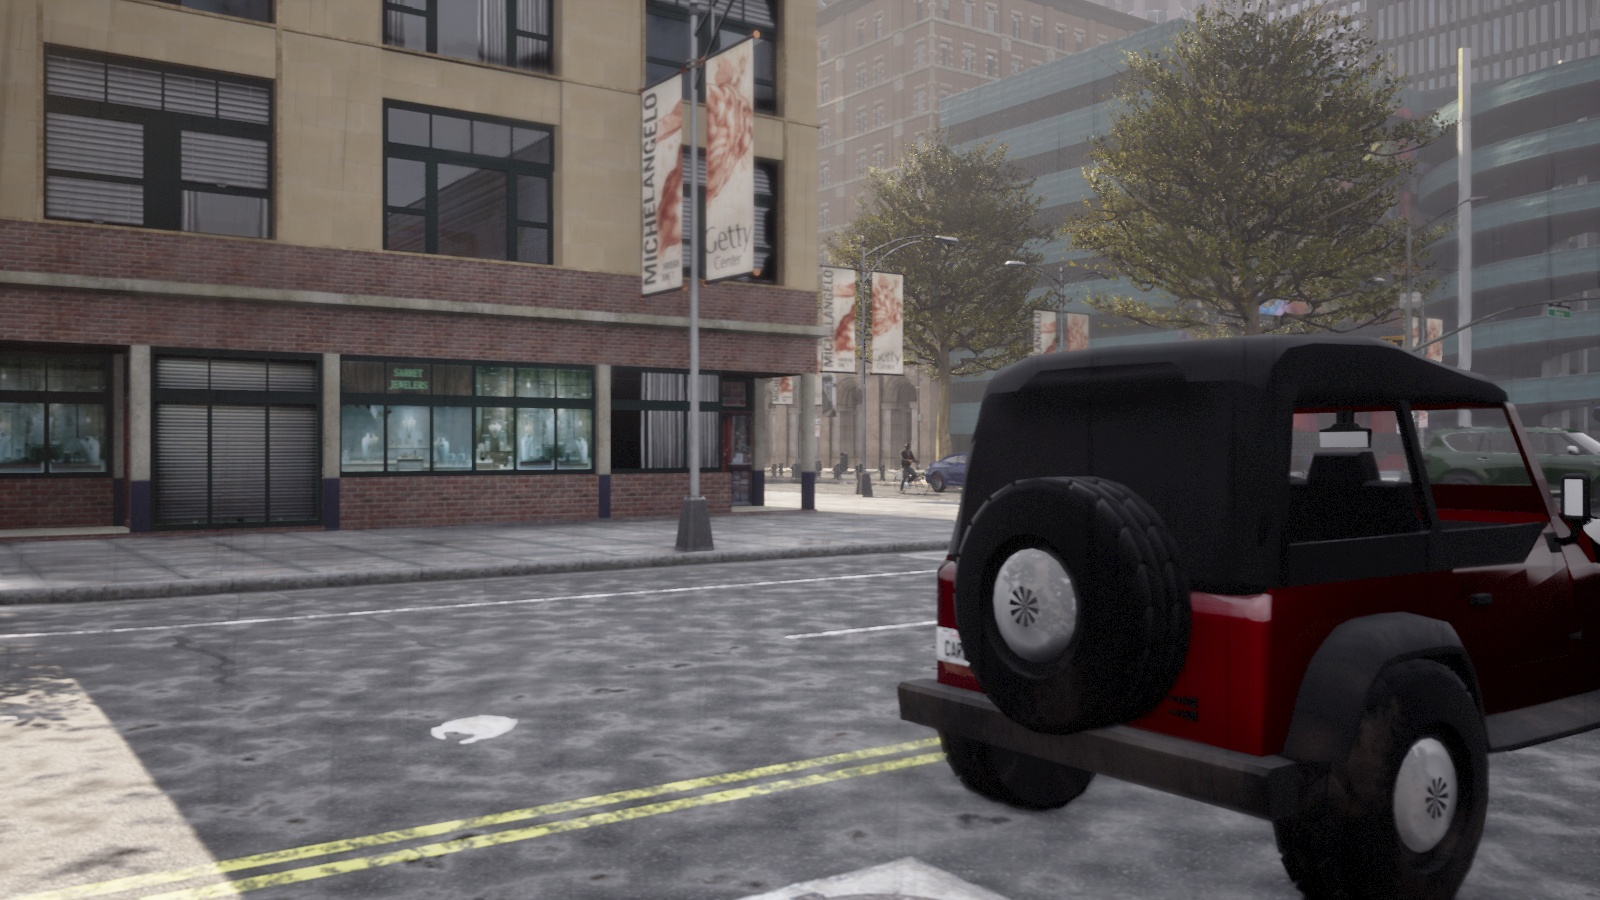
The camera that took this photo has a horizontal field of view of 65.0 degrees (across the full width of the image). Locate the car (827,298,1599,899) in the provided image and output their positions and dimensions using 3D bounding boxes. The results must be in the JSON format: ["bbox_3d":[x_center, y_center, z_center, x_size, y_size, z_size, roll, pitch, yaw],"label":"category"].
[{"bbox_3d":[2.240,0.531,5.219,3.866,1.878,1.905,0,0,-35],"label":"car"}]

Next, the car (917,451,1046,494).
[{"bbox_3d":[6.350,0.750,44.394,1.812,1.442,4.674,0,0,-35],"label":"car"}]

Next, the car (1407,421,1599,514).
[{"bbox_3d":[17.535,0.380,29.435,5.566,2.045,2.150,0,0,45],"label":"car"}]

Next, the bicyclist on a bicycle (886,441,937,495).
[{"bbox_3d":[3.722,0.608,42.091,0.659,1.776,1.843,0,0,-35],"label":"bicyclist on a bicycle"}]
